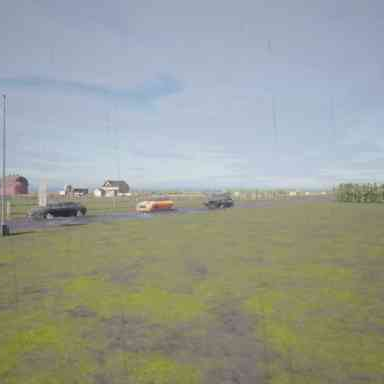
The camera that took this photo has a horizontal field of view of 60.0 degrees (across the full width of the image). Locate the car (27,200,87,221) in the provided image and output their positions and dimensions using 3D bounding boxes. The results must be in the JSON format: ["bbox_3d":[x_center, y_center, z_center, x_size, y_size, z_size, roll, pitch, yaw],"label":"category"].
[{"bbox_3d":[-10.953,1.473,27.289,1.837,1.490,4.892,1,0,34],"label":"car"}]

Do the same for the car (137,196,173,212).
[{"bbox_3d":[-4.116,1.312,37.525,2.097,1.767,4.553,1,0,34],"label":"car"}]

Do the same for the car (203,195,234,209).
[{"bbox_3d":[3.894,1.487,44.225,1.837,1.490,4.892,1,0,34],"label":"car"}]

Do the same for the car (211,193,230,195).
[{"bbox_3d":[3.861,1.172,49.400,2.150,2.045,5.566,1,1,34],"label":"car"}]
